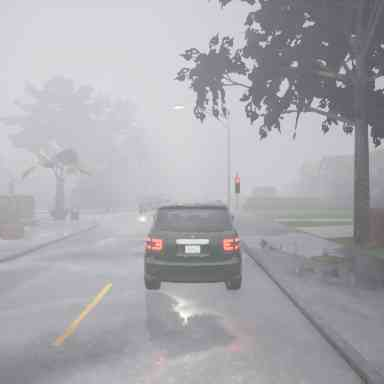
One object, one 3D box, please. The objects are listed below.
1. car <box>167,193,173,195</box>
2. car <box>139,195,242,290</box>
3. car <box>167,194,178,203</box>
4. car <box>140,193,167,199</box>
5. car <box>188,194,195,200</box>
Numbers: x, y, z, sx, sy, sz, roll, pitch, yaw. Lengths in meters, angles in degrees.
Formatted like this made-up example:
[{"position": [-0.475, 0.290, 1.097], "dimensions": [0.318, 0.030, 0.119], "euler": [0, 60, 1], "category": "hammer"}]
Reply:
[{"position": [-4.088, 1.222, 54.709], "dimensions": [2.150, 2.045, 5.566], "euler": [0, 0, 1], "category": "car"}, {"position": [0.036, 1.221, 9.228], "dimensions": [2.150, 2.045, 5.566], "euler": [0, 0, 0], "category": "car"}, {"position": [-4.005, 1.355, 70.114], "dimensions": [2.097, 1.767, 4.553], "euler": [0, 0, 0], "category": "car"}, {"position": [-4.102, 1.224, 34.471], "dimensions": [2.150, 2.045, 5.566], "euler": [0, 0, 0], "category": "car"}, {"position": [-0.007, 1.356, 88.183], "dimensions": [1.812, 1.442, 4.674], "euler": [0, 0, 0], "category": "car"}]
